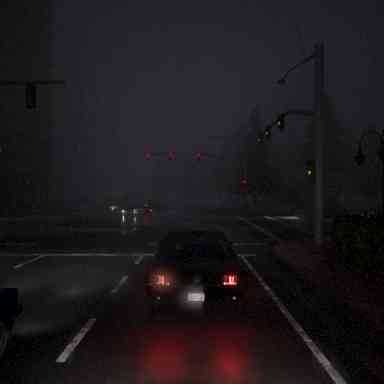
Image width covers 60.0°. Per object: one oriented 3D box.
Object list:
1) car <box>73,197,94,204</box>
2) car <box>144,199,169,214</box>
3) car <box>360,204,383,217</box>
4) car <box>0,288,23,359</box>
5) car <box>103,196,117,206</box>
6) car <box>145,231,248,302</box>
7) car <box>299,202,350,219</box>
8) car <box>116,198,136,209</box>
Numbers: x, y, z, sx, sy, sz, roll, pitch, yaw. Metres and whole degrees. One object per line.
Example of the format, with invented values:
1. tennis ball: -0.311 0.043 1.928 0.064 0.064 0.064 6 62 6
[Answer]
1. car: -20.978 1.601 64.257 4.718 1.301 1.895 0 0 41
2. car: -3.668 1.515 35.066 1.837 1.490 4.892 2 1 7
3. car: 15.763 1.560 26.021 4.892 1.490 1.837 0 0 0
4. car: -3.429 1.601 2.769 1.895 1.301 4.718 0 0 0
5. car: -13.193 1.478 55.029 1.882 1.535 5.008 0 0 -33
6. car: 0.091 1.601 8.193 1.895 1.301 4.718 0 0 0
7. car: 11.725 1.619 29.563 4.181 1.385 1.994 0 0 1
8. car: -8.889 1.526 45.539 1.812 1.442 4.674 0 0 -18
